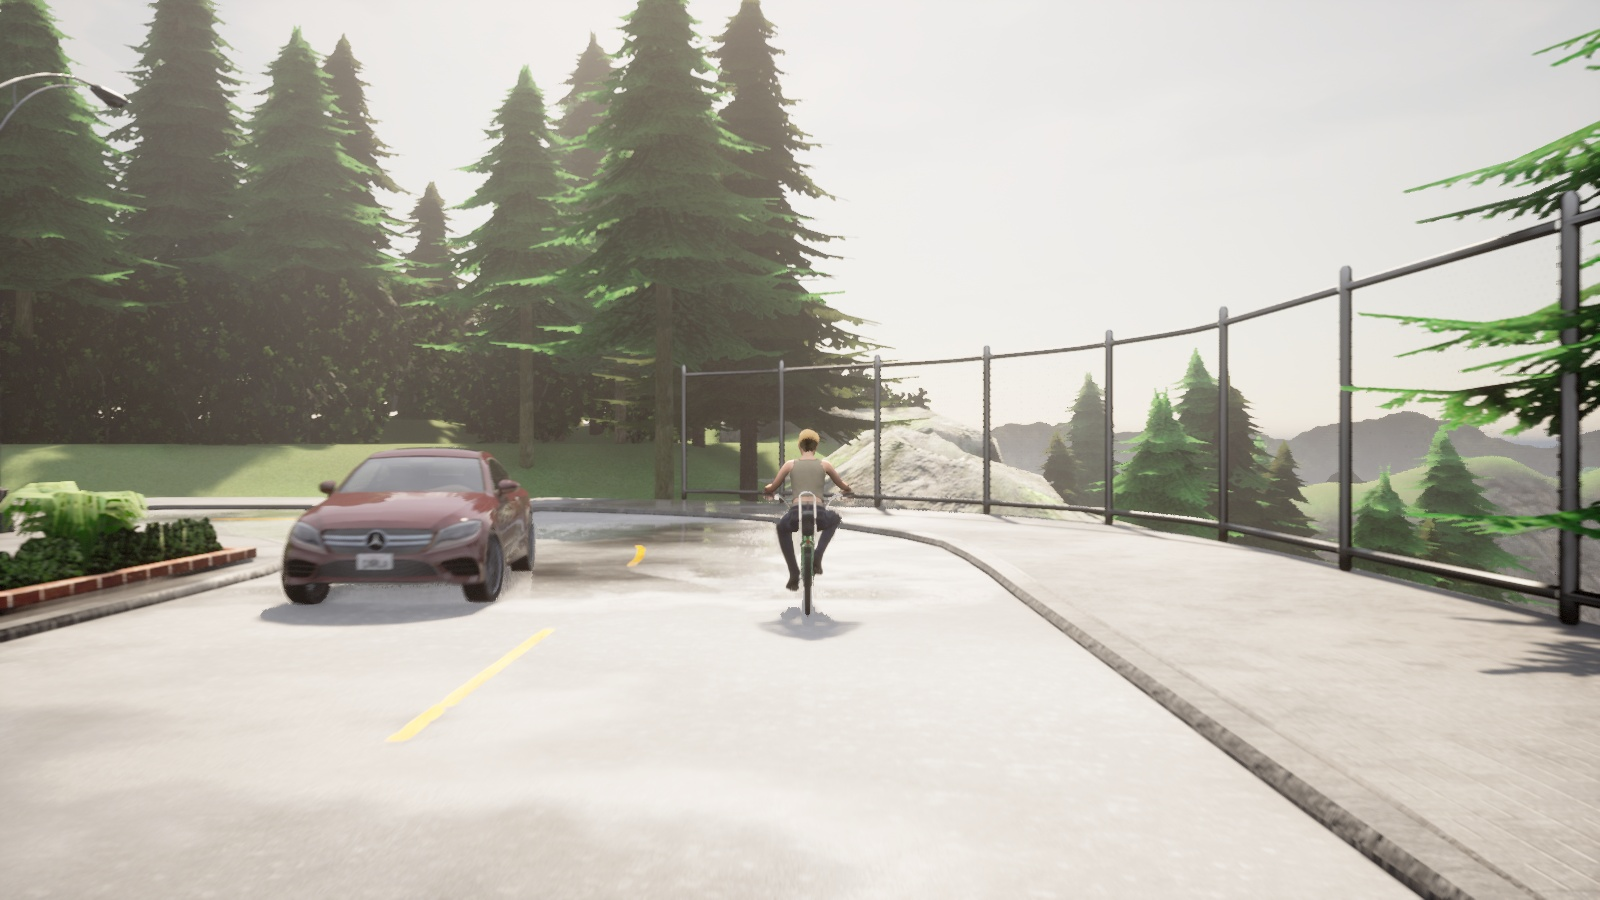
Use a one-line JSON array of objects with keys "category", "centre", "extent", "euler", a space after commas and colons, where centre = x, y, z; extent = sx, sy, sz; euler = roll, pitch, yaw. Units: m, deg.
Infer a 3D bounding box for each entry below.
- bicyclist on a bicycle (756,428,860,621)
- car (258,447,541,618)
[{"category": "bicyclist on a bicycle", "centre": [0.070, 0.620, 11.245], "extent": [0.866, 1.612, 1.509], "euler": [0, 0, 0]}, {"category": "car", "centre": [-3.905, 0.696, 13.085], "extent": [1.812, 1.442, 4.674], "euler": [0, 0, -5]}]
